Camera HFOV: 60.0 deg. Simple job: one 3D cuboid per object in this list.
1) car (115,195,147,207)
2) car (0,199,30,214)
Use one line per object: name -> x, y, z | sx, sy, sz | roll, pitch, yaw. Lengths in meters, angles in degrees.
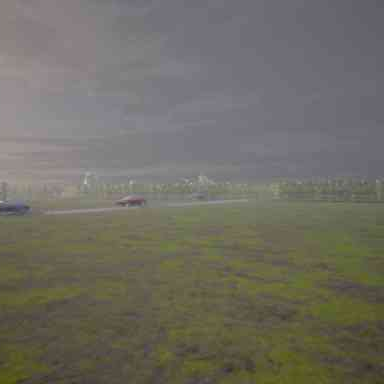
car -> -8.523, 1.251, 46.501 | 1.882, 1.535, 5.008 | 0, 0, 36
car -> -18.452, 1.448, 32.719 | 1.812, 1.442, 4.674 | 0, 0, 36
